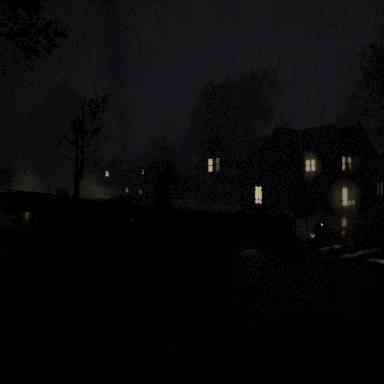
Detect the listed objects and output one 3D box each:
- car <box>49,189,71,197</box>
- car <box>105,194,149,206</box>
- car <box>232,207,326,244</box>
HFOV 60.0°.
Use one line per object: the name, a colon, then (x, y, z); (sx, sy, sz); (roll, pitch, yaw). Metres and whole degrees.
car: (-17.481, 0.323, 43.903); (2.128, 1.511, 4.902); (-1, 2, -36)
car: (-5.445, 0.907, 27.059); (2.033, 1.411, 5.357); (-1, 2, -36)
car: (3.429, 1.364, 14.856); (1.895, 1.301, 4.718); (-1, 2, -38)
